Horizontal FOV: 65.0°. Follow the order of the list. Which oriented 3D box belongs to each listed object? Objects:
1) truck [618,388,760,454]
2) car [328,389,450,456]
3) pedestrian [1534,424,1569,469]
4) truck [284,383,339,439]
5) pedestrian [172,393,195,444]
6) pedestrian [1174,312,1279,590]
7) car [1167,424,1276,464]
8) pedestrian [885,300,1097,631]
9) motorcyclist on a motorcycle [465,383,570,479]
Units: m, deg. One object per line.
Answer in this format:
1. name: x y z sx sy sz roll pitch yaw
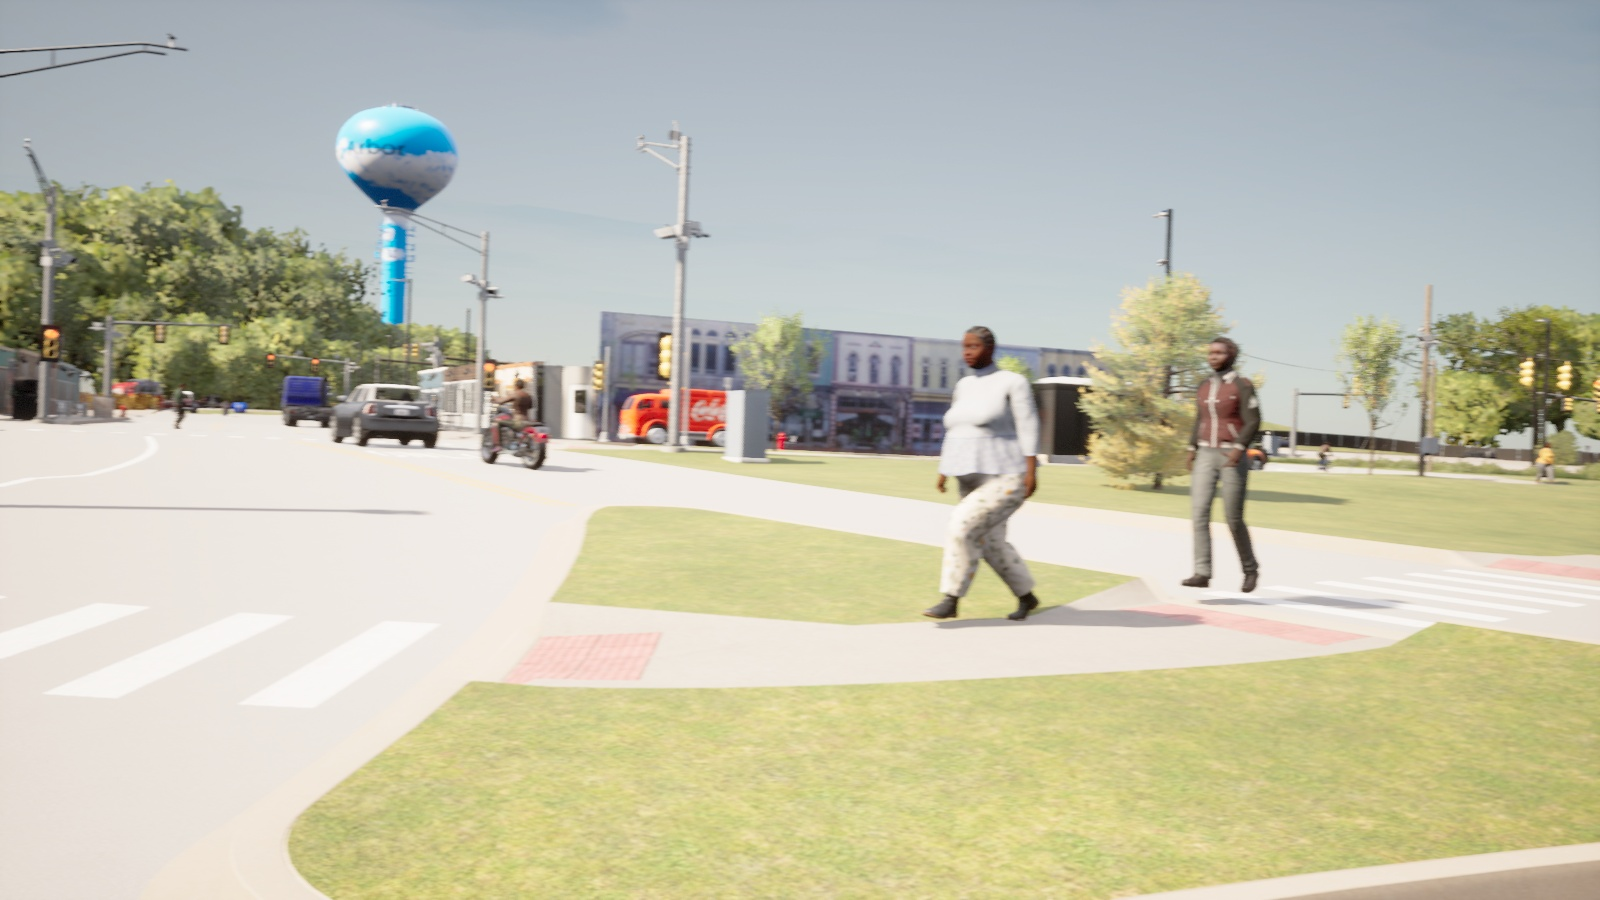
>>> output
1. truck: -4.573 -1.140 51.449 5.204 2.467 2.627 1 0 -22
2. car: -9.978 -0.657 30.332 1.970 1.475 3.806 1 1 -31
3. pedestrian: 31.946 -0.156 53.409 0.874 1.855 0.900 1 0 -14
4. truck: -32.394 -2.526 83.053 2.891 3.462 7.936 1 1 -24
5. pedestrian: -23.776 -1.202 48.427 0.788 1.949 0.423 1 0 -27
6. pedestrian: 3.093 0.008 9.098 0.666 1.930 0.402 1 0 -41
7. car: 19.547 -0.257 58.254 4.553 1.767 2.097 1 0 -24
8. pedestrian: 1.146 0.087 7.631 0.900 1.855 0.874 1 0 -29
9. motorcyclist on a motorcycle: -5.142 -0.372 22.737 0.766 1.649 2.350 0 2 -42
